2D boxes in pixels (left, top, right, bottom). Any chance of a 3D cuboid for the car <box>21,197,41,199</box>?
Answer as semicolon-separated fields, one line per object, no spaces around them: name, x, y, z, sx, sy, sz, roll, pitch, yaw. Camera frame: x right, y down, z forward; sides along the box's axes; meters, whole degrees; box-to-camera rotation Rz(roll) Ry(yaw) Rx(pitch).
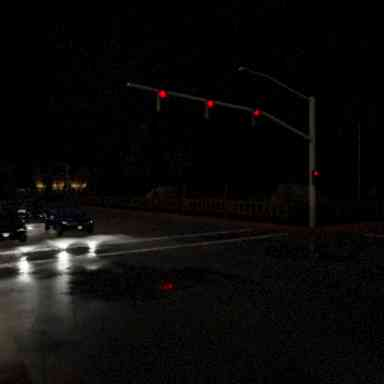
car;-21.349;1.500;45.020;1.882;1.535;5.008;0;0;-36

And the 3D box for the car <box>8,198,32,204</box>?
car;-17.920;1.598;33.972;1.994;1.385;4.181;0;0;-36

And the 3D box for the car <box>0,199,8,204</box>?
car;-14.962;1.267;23.879;2.150;2.045;5.566;0;0;-36

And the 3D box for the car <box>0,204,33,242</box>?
car;-9.193;1.550;15.886;1.837;1.490;4.892;0;0;-36

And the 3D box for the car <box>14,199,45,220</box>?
car;-12.541;1.538;26.507;1.837;1.490;4.892;0;0;-36

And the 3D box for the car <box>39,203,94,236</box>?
car;-7.131;1.559;19.043;1.812;1.442;4.674;0;0;-36
